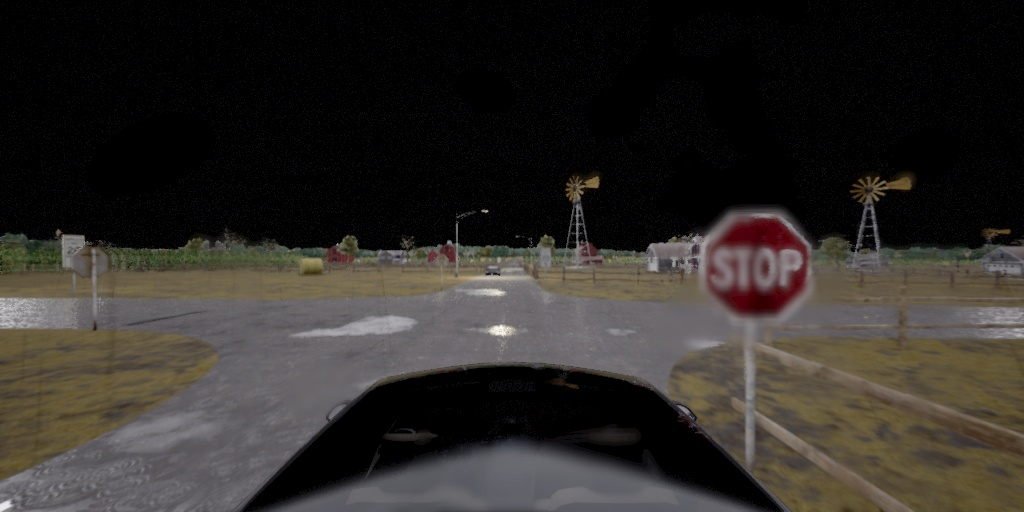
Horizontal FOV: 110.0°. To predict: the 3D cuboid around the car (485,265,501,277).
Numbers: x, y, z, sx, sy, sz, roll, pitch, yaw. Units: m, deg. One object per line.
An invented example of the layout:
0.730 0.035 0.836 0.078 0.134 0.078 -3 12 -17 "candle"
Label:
-2.386 1.876 45.889 2.033 1.411 5.357 0 -1 0 "car"
